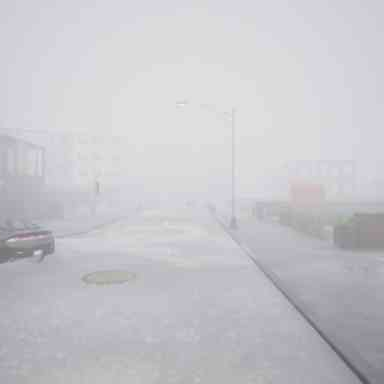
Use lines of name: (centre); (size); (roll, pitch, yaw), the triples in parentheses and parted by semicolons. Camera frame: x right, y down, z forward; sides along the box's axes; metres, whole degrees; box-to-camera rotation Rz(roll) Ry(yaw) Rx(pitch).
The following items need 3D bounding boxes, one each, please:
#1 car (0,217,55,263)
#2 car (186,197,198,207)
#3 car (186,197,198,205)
car: (-6.623, 1.541, 10.646); (4.902, 1.511, 2.128); (0, -1, 26)
car: (0.005, 1.744, 55.417); (2.128, 1.511, 4.902); (0, 0, 0)
car: (0.003, 1.792, 65.701); (2.128, 1.511, 4.902); (0, 0, 0)
